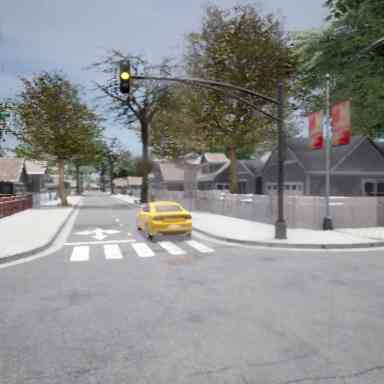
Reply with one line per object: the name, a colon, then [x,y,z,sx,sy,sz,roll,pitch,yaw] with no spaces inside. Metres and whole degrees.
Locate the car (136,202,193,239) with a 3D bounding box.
car: [-1.454,1.215,15.813,1.882,1.535,5.008,-1,1,-17]
